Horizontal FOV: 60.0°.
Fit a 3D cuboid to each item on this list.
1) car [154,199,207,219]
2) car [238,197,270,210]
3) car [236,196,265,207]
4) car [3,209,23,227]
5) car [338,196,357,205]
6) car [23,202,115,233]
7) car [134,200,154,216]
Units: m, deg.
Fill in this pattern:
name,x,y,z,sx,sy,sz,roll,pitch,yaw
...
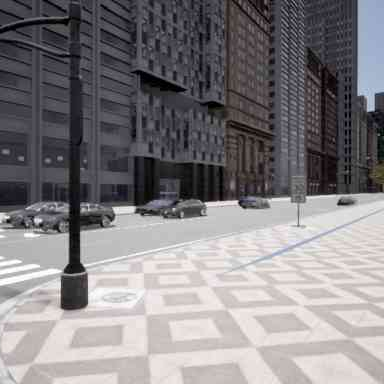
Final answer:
name,x,y,z,sx,sy,sz,roll,pitch,yaw
car,-0.631,1.345,27.608,1.837,1.490,4.892,0,1,36
car,7.451,1.315,38.790,1.994,1.385,4.181,0,1,36
car,7.991,1.308,45.046,1.895,1.301,4.718,0,0,36
car,-9.276,1.389,21.153,2.128,1.511,4.902,0,0,37
car,22.697,1.217,48.526,1.994,1.385,4.181,0,1,36
car,-6.662,1.398,19.255,2.128,1.511,4.902,0,0,34
car,-2.786,1.376,30.177,2.033,1.411,5.357,0,0,36
